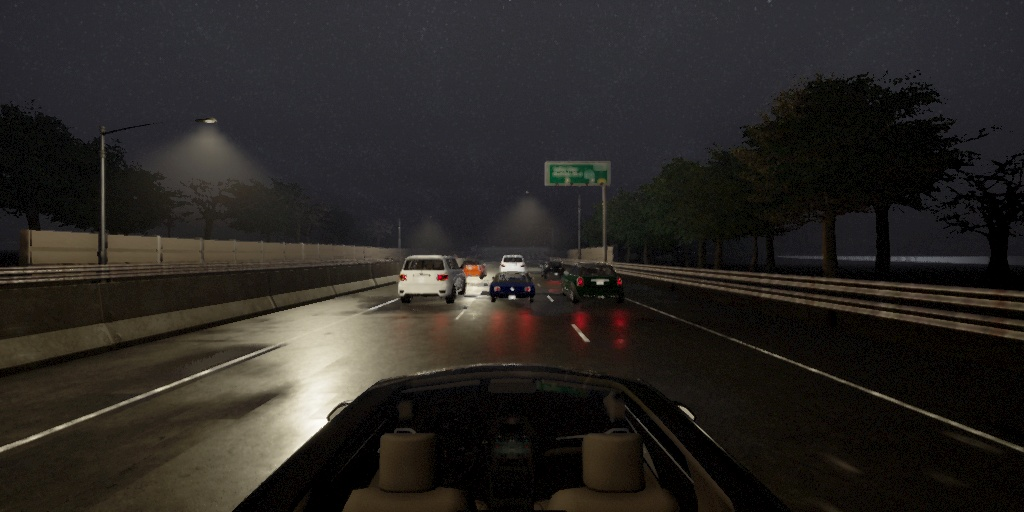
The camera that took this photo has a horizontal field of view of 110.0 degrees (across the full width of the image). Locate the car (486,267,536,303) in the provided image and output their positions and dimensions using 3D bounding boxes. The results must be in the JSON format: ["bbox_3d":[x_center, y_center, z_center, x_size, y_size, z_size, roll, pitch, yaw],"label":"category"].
[{"bbox_3d":[0.024,1.344,16.488,1.895,1.301,4.718,0,0,0],"label":"car"}]

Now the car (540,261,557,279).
[{"bbox_3d":[3.591,1.199,31.408,1.837,1.490,4.892,0,0,0],"label":"car"}]

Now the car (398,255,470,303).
[{"bbox_3d":[-3.476,0.985,16.497,2.150,2.045,5.566,0,0,0],"label":"car"}]

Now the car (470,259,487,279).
[{"bbox_3d":[-3.409,1.049,31.420,2.097,1.767,4.553,0,0,0],"label":"car"}]

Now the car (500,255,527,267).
[{"bbox_3d":[0.092,0.940,31.459,2.150,2.045,5.566,0,0,0],"label":"car"}]

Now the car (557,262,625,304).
[{"bbox_3d":[3.523,1.094,16.416,2.097,1.767,4.553,0,0,0],"label":"car"}]
